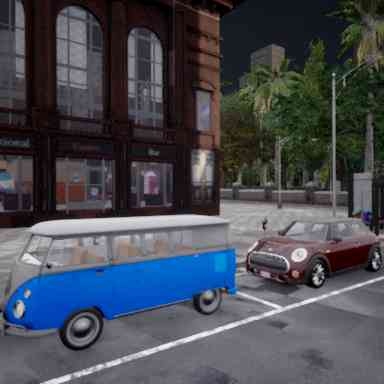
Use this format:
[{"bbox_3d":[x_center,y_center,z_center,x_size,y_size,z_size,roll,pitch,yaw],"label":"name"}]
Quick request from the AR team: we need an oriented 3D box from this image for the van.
[{"bbox_3d":[-1.041,1.340,5.917,3.998,1.788,1.690,0,0,-36],"label":"van"}]

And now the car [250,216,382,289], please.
[{"bbox_3d":[3.361,1.436,9.089,4.097,1.590,1.967,0,0,-36],"label":"car"}]
